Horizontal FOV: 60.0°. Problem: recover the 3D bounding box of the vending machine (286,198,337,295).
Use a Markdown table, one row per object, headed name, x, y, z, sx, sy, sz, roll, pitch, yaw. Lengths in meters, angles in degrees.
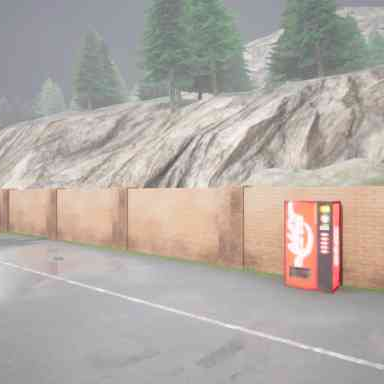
| name | x | y | z | sx | sy | sz | roll | pitch | yaw |
| --- | --- | --- | --- | --- | --- | --- | --- | --- | --- |
| vending machine | 2.878 | 1.195 | 7.955 | 0.880 | 2.100 | 1.100 | 0 | 0 | 36 |
